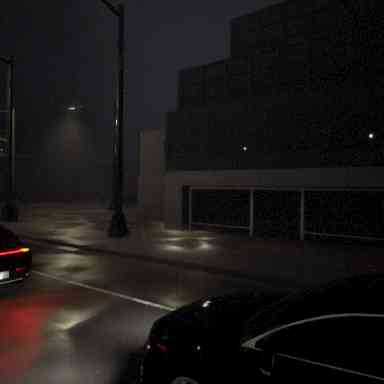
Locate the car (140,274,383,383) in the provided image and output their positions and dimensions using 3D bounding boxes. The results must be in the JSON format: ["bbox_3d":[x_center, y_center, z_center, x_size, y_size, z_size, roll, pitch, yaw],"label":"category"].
[{"bbox_3d":[1.703,1.503,2.780,4.892,1.490,1.837,0,0,36],"label":"car"}]

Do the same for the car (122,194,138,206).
[{"bbox_3d":[-8.681,1.048,45.572,1.837,1.490,4.892,1,0,36],"label":"car"}]

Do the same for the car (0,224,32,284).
[{"bbox_3d":[-5.826,1.415,8.121,4.892,1.490,1.837,1,0,35],"label":"car"}]
